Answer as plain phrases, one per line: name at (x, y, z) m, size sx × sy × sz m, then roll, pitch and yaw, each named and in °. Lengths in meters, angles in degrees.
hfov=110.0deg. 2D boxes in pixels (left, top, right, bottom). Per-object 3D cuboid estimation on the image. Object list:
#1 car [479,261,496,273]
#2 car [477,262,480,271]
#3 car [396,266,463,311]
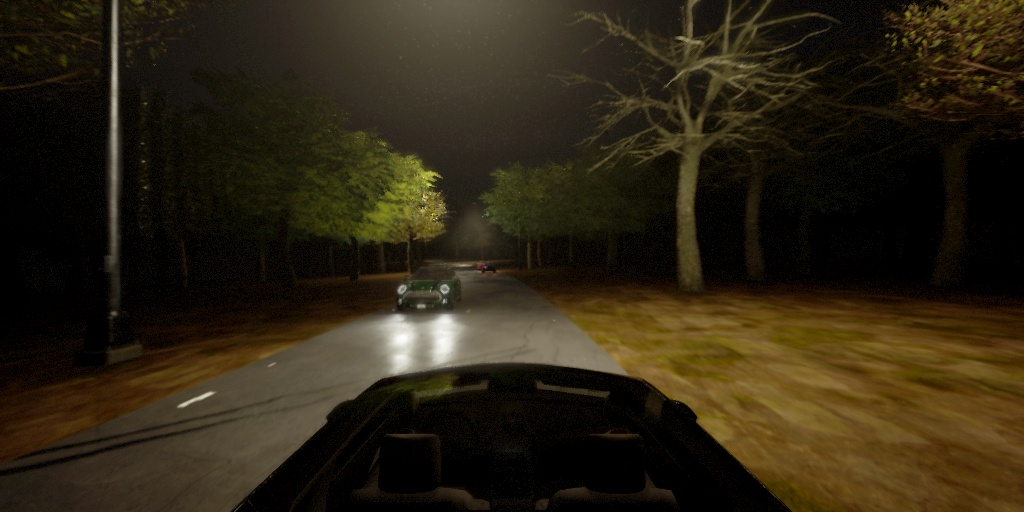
car at (-3.285, 1.679, 50.960) m, size 1.812 × 1.442 × 4.674 m, roll 0°, pitch 0°, yaw -8°
car at (-4.810, 1.582, 61.117) m, size 2.097 × 1.767 × 4.553 m, roll 0°, pitch 0°, yaw -10°
car at (-3.340, 1.236, 15.186) m, size 2.097 × 1.767 × 4.553 m, roll 0°, pitch 0°, yaw -2°
